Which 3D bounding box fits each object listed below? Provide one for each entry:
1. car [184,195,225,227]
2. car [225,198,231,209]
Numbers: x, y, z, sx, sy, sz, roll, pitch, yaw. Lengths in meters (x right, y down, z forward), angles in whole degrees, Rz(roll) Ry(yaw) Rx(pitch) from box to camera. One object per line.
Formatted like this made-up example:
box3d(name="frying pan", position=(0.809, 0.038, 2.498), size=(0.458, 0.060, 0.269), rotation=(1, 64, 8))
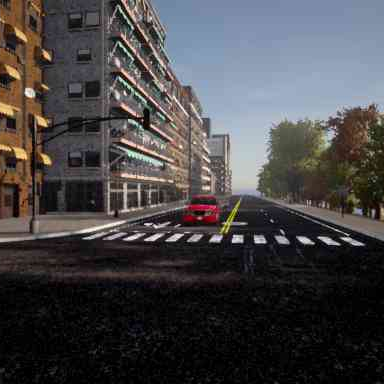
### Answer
box3d(name="car", position=(0.884, 1.256, 23.398), size=(2.150, 2.045, 5.566), rotation=(0, 0, 9))
box3d(name="car", position=(4.236, 1.506, 44.735), size=(2.128, 1.511, 4.902), rotation=(0, 0, 9))
